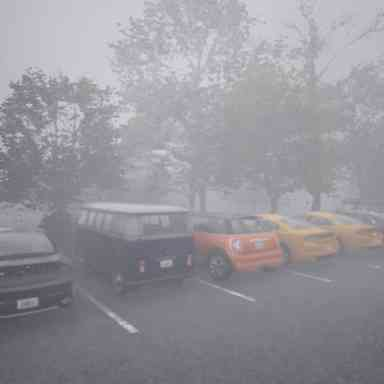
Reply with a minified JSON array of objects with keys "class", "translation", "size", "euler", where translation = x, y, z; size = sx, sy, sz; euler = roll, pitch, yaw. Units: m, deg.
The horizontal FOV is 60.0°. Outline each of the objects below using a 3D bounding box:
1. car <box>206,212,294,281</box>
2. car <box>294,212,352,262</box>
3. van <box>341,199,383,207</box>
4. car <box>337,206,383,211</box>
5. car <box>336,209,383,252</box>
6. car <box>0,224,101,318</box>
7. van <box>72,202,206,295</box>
[{"class":"car","translation":[0.535,1.402,10.413],"size":[2.185,1.767,4.553],"euler":[1,0,-36]},{"class":"car","translation":[2.671,1.547,11.972],"size":[2.097,1.535,5.008],"euler":[1,0,-36]},{"class":"van","translation":[9.463,1.384,16.980],"size":[1.878,1.987,4.442],"euler":[1,0,-36]},{"class":"car","translation":[7.280,1.591,15.268],"size":[2.231,1.521,4.892],"euler":[1,0,-36]},{"class":"car","translation":[5.026,1.569,13.657],"size":[2.097,1.535,5.008],"euler":[1,0,-36]},{"class":"car","translation":[-3.987,1.487,7.209],"size":[2.231,1.521,4.892],"euler":[1,0,-36]},{"class":"van","translation":[-1.803,1.281,8.922],"size":[1.878,1.987,4.442],"euler":[1,0,-36]}]
